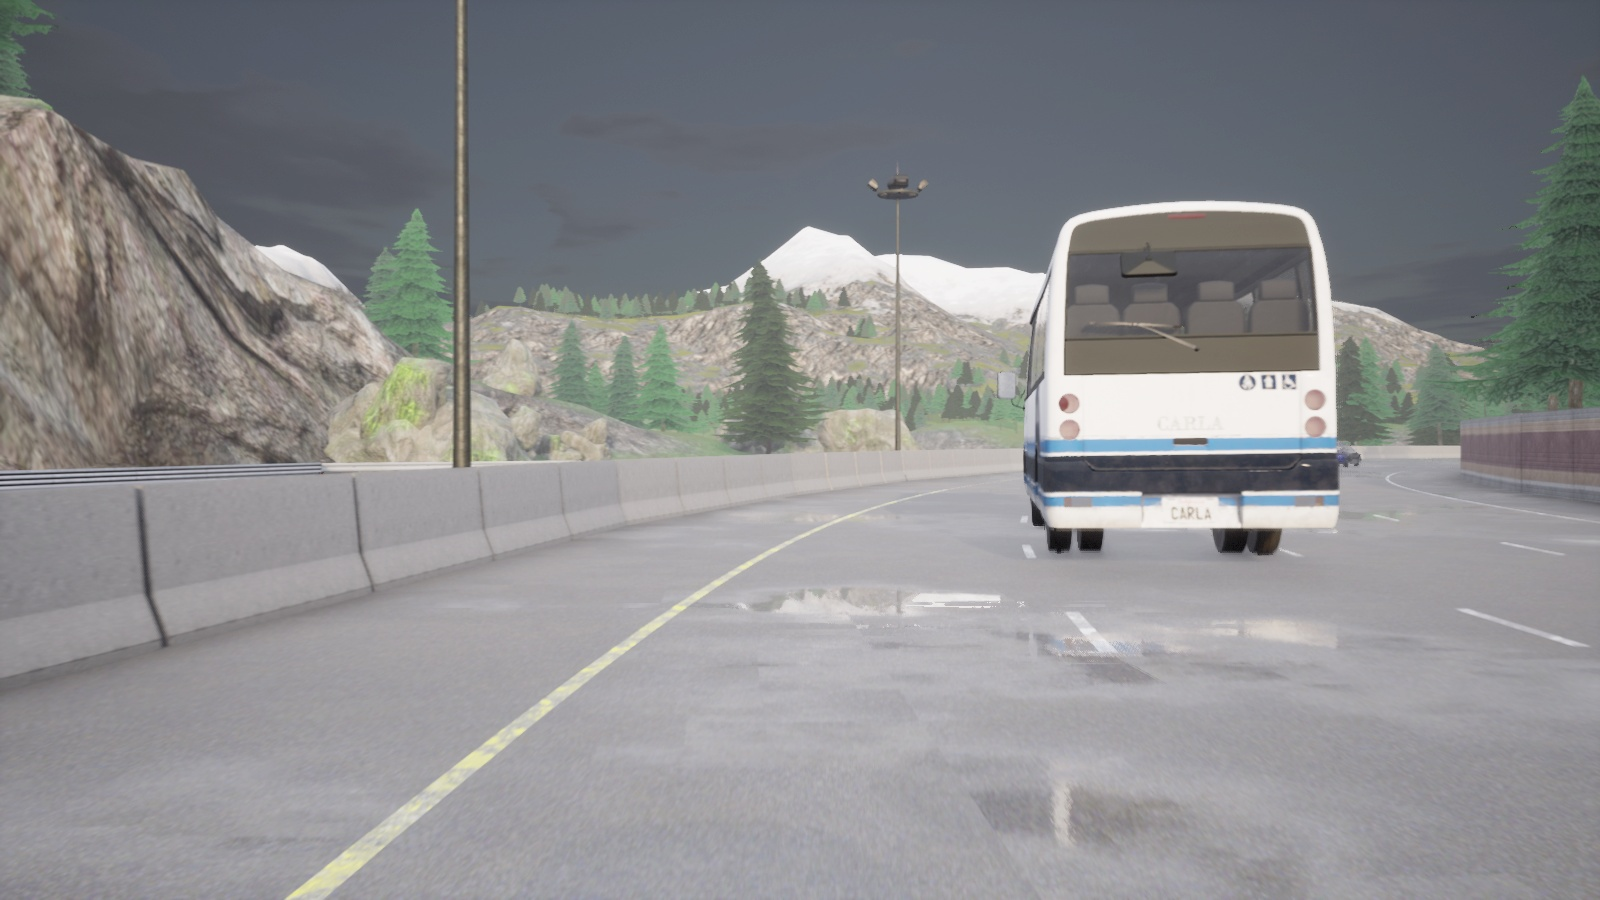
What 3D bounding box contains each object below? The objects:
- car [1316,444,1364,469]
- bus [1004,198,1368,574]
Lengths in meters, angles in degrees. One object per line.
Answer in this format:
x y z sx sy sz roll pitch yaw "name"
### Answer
33.249 0.362 77.326 1.816 1.474 4.193 0 0 36 "car"
5.247 -0.735 19.597 3.944 4.253 10.273 0 0 9 "bus"
